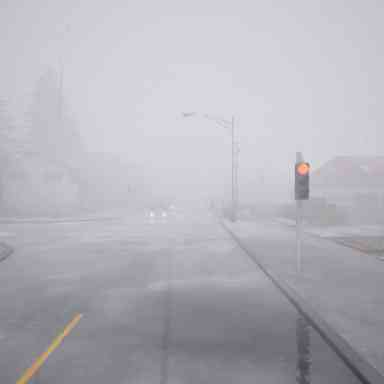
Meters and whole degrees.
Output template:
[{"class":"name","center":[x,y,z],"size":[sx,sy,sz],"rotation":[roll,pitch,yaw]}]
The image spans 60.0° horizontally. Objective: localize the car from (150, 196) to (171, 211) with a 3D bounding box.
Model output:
[{"class":"car","center":[-4.062,1.505,41.574],"size":[1.837,1.490,4.892],"rotation":[0,0,0]}]

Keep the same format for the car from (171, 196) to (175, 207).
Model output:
[{"class":"car","center":[-4.049,1.526,50.785],"size":[1.812,1.442,4.674],"rotation":[0,0,0]}]

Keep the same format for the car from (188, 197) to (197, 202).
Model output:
[{"class":"car","center":[0.071,1.812,75.787],"size":[1.895,1.301,4.718],"rotation":[0,0,0]}]
